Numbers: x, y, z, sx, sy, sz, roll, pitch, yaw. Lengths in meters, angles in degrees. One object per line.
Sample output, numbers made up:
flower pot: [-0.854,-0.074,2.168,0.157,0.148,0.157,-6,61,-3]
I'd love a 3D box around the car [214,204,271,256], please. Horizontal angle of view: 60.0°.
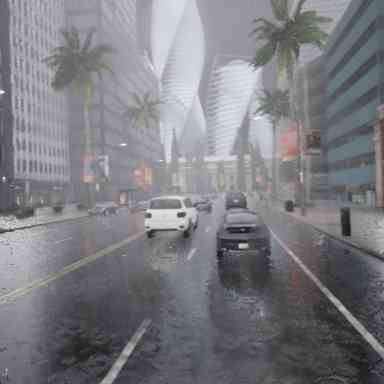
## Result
car: [1.912,1.437,12.841,1.837,1.490,4.892,-2,0,7]

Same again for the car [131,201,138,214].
car: [-5.666,1.668,38.731,1.812,1.442,4.674,-2,0,7]

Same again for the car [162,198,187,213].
car: [-1.999,1.522,39.900,2.128,1.511,4.902,-2,0,7]

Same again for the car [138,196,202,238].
car: [-0.973,1.237,18.101,2.150,2.045,5.566,-2,0,7]

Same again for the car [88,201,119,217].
car: [-9.177,1.734,34.740,2.231,1.521,4.892,-2,0,7]

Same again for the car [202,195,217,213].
car: [1.166,1.429,35.422,2.128,1.511,4.902,-2,0,7]

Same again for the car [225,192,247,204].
car: [4.682,1.052,35.415,2.150,2.045,5.566,-2,0,7]

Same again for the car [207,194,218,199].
car: [4.403,1.142,78.922,1.882,1.535,5.008,-2,0,32]
